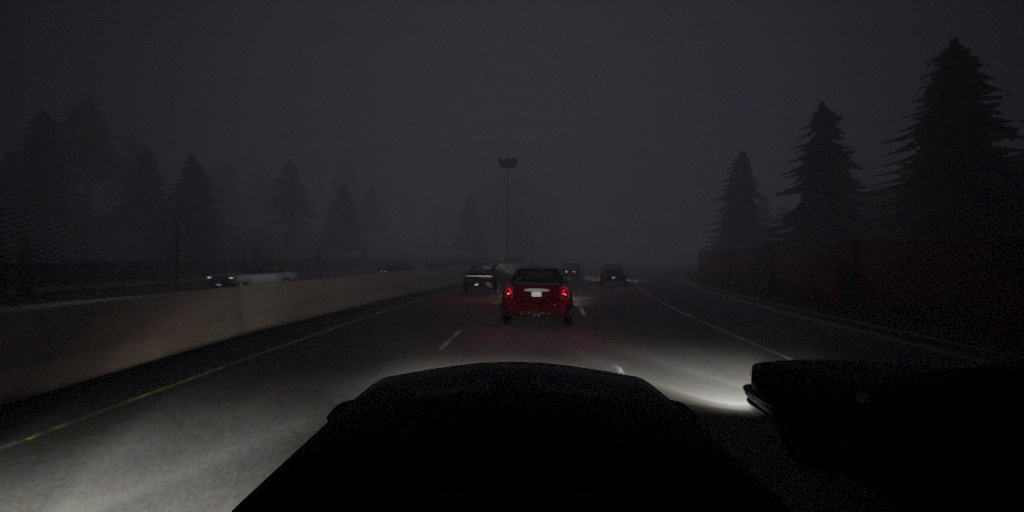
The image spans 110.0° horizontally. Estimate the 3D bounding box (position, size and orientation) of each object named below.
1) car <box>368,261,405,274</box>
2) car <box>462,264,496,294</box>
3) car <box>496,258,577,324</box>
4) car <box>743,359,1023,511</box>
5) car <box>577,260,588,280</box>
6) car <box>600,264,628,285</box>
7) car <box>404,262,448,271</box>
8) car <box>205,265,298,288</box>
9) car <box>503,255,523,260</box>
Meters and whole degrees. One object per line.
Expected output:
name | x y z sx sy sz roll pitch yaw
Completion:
car | -9.892 1.157 29.762 2.128 1.511 4.902 0 0 16
car | -1.292 1.209 20.153 2.128 1.511 4.902 0 0 11
car | 0.937 1.091 12.189 2.097 1.767 4.553 0 0 7
car | 3.631 1.313 1.762 2.033 1.411 5.357 0 0 1
car | 5.112 1.277 30.552 2.033 1.411 5.357 0 0 19
car | 7.460 1.272 26.288 1.812 1.442 4.674 0 0 16
car | -6.470 1.282 29.221 1.895 1.301 4.718 0 0 16
car | -15.482 1.254 21.627 1.895 1.301 4.718 0 0 11
car | -0.043 0.884 60.056 2.150 2.045 5.566 0 0 33
